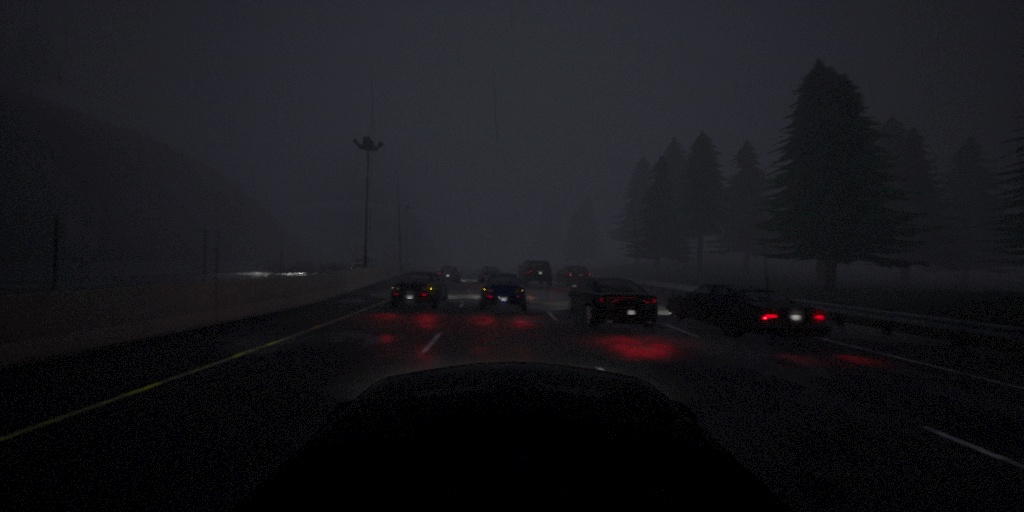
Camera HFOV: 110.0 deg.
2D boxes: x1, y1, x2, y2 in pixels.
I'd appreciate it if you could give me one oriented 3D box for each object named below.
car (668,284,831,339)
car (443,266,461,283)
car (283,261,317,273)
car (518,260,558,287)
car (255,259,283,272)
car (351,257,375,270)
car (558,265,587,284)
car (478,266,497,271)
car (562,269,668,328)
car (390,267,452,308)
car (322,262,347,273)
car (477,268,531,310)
[{"bbox_3d":[6.786,1.565,11.158,2.033,1.411,5.357,1,-1,-2],"label":"car"},{"bbox_3d":[-5.382,1.562,30.573,1.994,1.385,4.181,1,-1,-7],"label":"car"},{"bbox_3d":[-25.664,1.275,44.097,2.033,1.411,5.357,1,-1,-12],"label":"car"},{"bbox_3d":[1.826,1.365,29.531,2.150,2.045,5.566,1,0,-7],"label":"car"},{"bbox_3d":[-29.071,1.134,43.247,2.128,1.511,4.902,1,-1,-12],"label":"car"},{"bbox_3d":[-18.850,1.117,45.680,2.150,2.045,5.566,1,-1,-12],"label":"car"},{"bbox_3d":[5.184,1.580,30.664,2.097,1.767,4.553,1,-1,-7],"label":"car"},{"bbox_3d":[-1.955,1.608,31.349,1.812,1.442,4.674,1,-1,-8],"label":"car"},{"bbox_3d":[3.236,1.434,12.444,1.882,1.535,5.008,1,0,-2],"label":"car"},{"bbox_3d":[-3.929,1.366,15.643,1.812,1.442,4.674,1,-1,-3],"label":"car"},{"bbox_3d":[-22.313,1.414,45.100,1.895,1.301,4.718,1,-1,-12],"label":"car"},{"bbox_3d":[-0.429,1.442,15.616,1.812,1.442,4.674,1,-1,-3],"label":"car"}]
